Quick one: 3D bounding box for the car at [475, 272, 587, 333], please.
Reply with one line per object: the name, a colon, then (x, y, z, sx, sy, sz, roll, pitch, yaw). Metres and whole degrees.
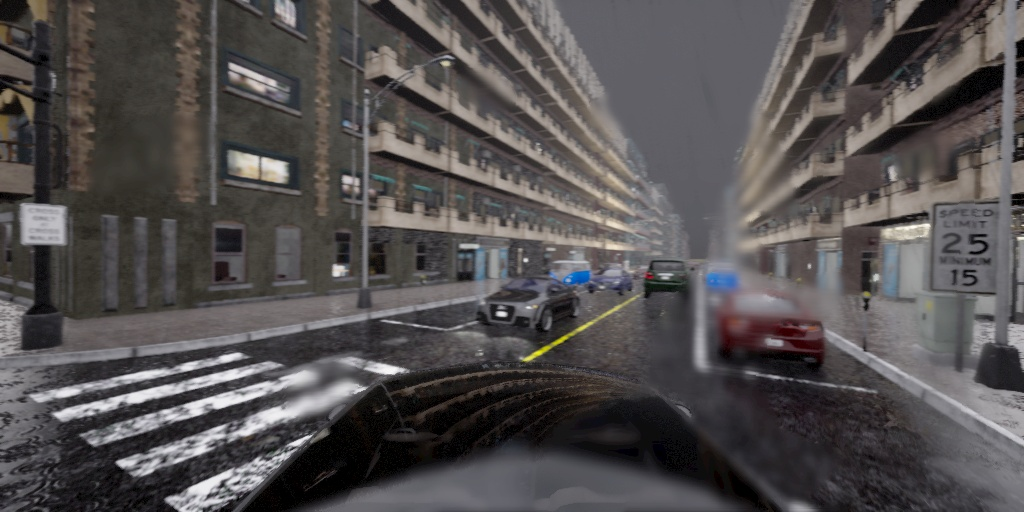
car: (0.661, 1.353, 11.151, 1.994, 1.385, 4.181, 1, 0, 28)

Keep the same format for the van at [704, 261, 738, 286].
van: (13.728, 1.385, 23.504, 1.690, 1.789, 3.998, 0, 0, 28)

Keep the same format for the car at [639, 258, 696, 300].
car: (8.588, 1.167, 19.498, 2.150, 2.045, 5.566, 1, 0, 28)

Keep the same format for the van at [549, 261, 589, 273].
van: (3.682, 1.178, 22.388, 1.690, 1.789, 3.998, 0, 0, 28)

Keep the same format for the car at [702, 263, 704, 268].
car: (21.773, 1.722, 38.733, 1.751, 1.417, 4.829, 0, 0, 28)

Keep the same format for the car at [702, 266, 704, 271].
car: (16.382, 1.676, 28.531, 1.802, 1.307, 4.207, 0, 0, 28)

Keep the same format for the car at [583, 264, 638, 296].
car: (5.853, 1.409, 20.974, 1.812, 1.442, 4.674, 1, 0, 28)

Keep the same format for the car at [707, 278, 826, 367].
car: (5.764, 1.443, 8.424, 1.888, 1.381, 4.507, 0, 0, 28)
